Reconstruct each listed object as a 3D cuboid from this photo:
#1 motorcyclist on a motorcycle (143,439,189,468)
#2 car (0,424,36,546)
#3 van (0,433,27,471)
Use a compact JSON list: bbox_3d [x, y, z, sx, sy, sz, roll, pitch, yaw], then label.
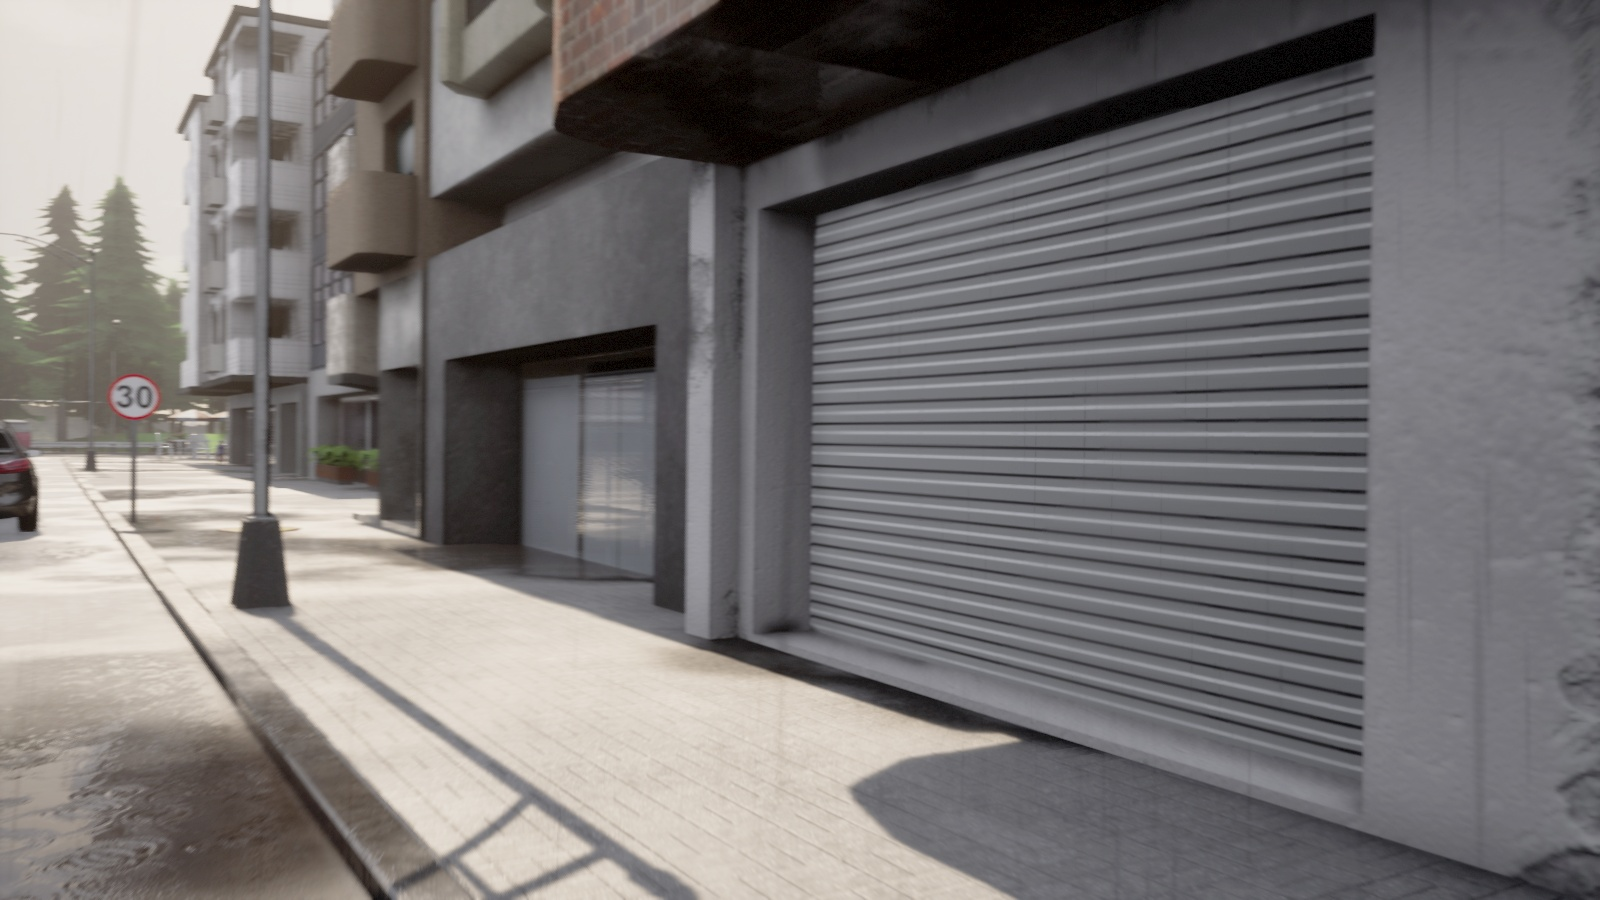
[{"bbox_3d":[-37.852,0.200,75.043,2.350,1.649,0.766,-1,1,-35],"label":"motorcyclist on a motorcycle"},{"bbox_3d":[-12.769,0.476,18.806,2.242,1.667,4.611,-1,1,-31],"label":"car"},{"bbox_3d":[-43.437,0.118,66.338,1.775,1.987,4.442,0,1,14],"label":"van"}]
